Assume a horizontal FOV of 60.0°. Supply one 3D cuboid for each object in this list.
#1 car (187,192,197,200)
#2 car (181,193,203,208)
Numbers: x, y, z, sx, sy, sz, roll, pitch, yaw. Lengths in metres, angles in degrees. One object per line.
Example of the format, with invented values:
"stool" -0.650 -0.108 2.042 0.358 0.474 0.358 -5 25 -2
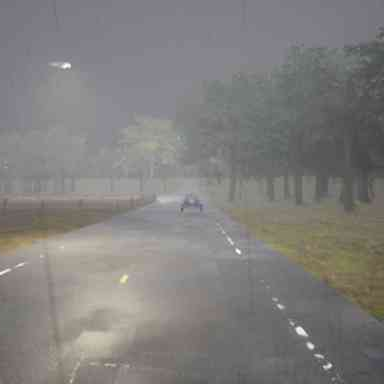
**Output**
"car" -0.008 0.747 66.113 1.801 1.575 5.366 0 1 0
"car" -0.004 0.921 32.728 2.097 1.767 4.553 0 0 0
